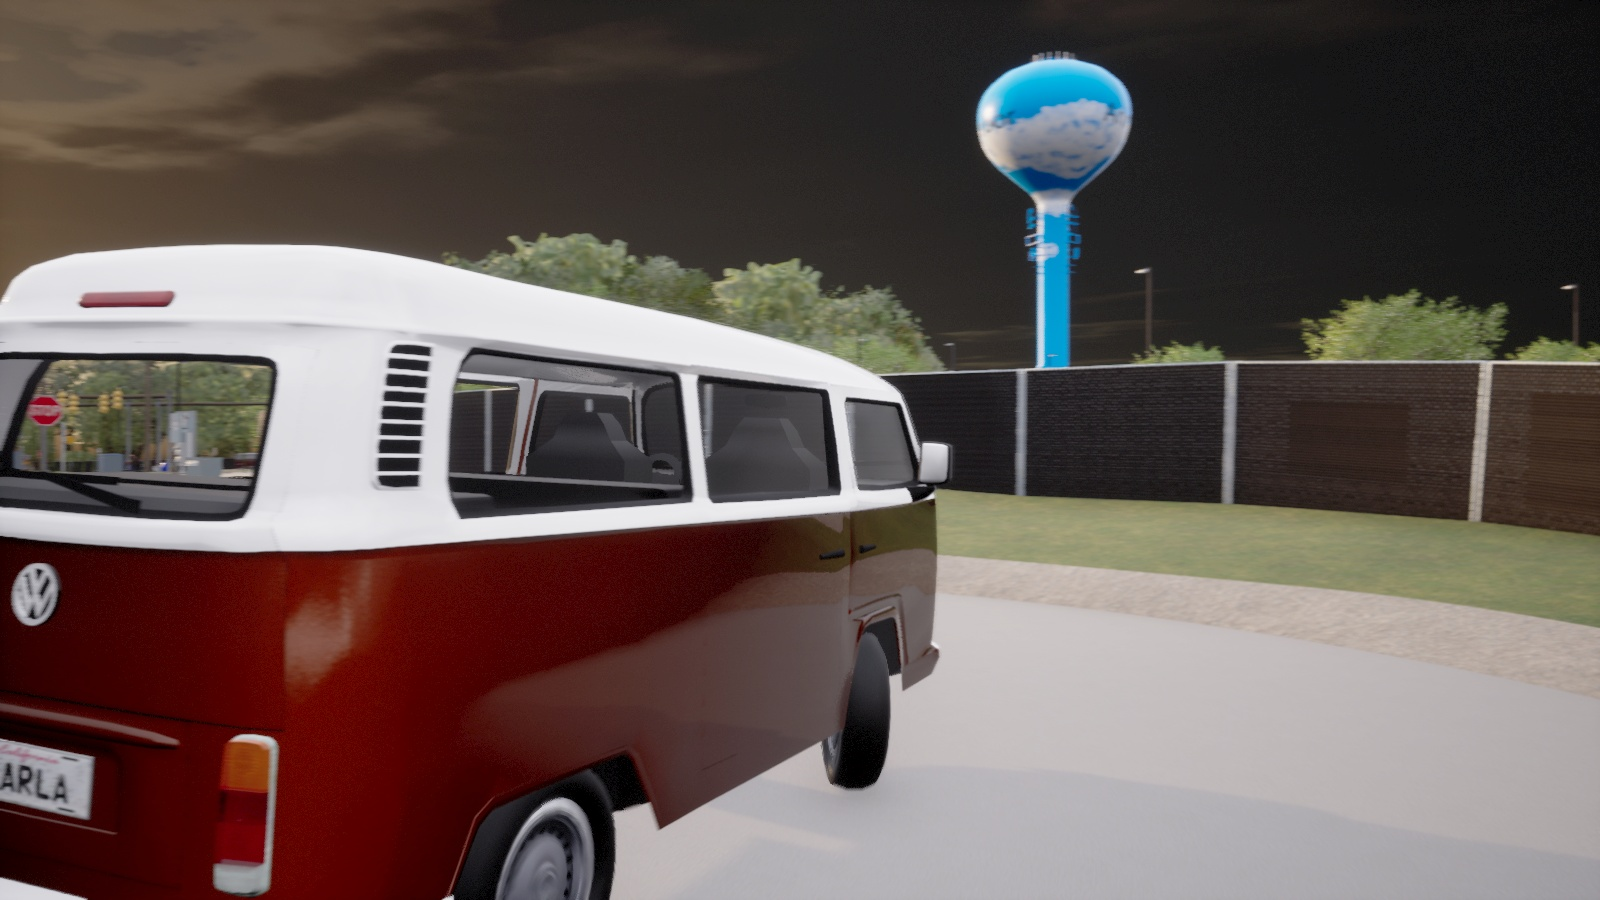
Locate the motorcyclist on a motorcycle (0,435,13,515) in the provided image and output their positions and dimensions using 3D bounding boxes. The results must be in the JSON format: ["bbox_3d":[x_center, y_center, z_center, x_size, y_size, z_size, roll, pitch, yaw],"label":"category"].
[{"bbox_3d":[-16.782,0.500,25.488,1.817,1.590,0.866,0,0,40],"label":"motorcyclist on a motorcycle"}]

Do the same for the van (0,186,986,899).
[{"bbox_3d":[-0.909,0.484,4.857,2.069,2.038,4.480,2,1,23],"label":"van"}]
